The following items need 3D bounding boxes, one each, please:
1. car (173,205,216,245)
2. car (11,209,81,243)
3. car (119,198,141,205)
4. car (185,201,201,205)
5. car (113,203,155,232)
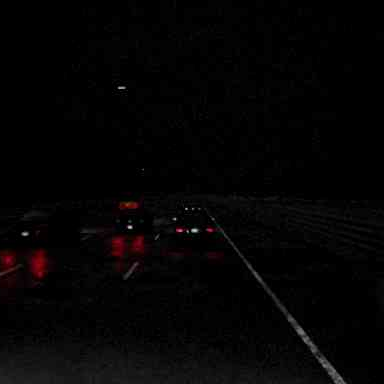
[{"bbox_3d":[0.099,1.566,15.585,2.033,1.411,5.357,0,0,0],"label":"car"},{"bbox_3d":[-6.897,1.539,16.077,1.812,1.442,4.674,0,0,0],"label":"car"},{"bbox_3d":[-6.892,1.407,37.696,2.097,1.767,4.553,1,0,0],"label":"car"},{"bbox_3d":[0.099,1.599,32.885,2.033,1.411,5.357,0,0,0],"label":"car"},{"bbox_3d":[-3.394,1.620,20.470,1.895,1.301,4.718,1,0,0],"label":"car"}]
